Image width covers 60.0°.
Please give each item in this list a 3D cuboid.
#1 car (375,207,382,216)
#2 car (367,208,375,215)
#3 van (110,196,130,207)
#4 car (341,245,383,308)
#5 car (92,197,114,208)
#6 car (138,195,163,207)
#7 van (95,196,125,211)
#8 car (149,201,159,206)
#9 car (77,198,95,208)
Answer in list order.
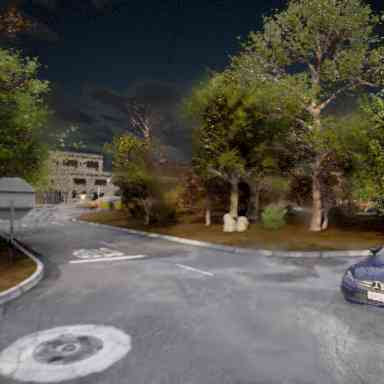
[{"bbox_3d":[24.975,2.353,40.079,1.994,1.385,4.181,3,-1,-38],"label":"car"},{"bbox_3d":[26.022,2.402,44.297,1.837,1.490,4.892,2,-1,-35],"label":"car"},{"bbox_3d":[-12.876,1.663,59.304,1.878,1.987,4.442,1,0,-36],"label":"van"},{"bbox_3d":[5.283,1.692,7.487,4.674,1.442,1.812,1,-2,-35],"label":"car"},{"bbox_3d":[-15.394,1.735,57.602,2.185,1.767,4.553,0,0,-36],"label":"car"},{"bbox_3d":[-7.899,1.714,62.991,2.435,2.045,5.566,1,-1,-36],"label":"car"},{"bbox_3d":[-11.226,1.616,45.676,1.878,1.987,4.442,0,0,-36],"label":"van"},{"bbox_3d":[-6.618,1.874,48.609,1.946,1.575,5.366,1,0,-36],"label":"car"},{"bbox_3d":[-17.891,1.842,56.077,1.946,1.575,5.366,0,0,-36],"label":"car"}]
